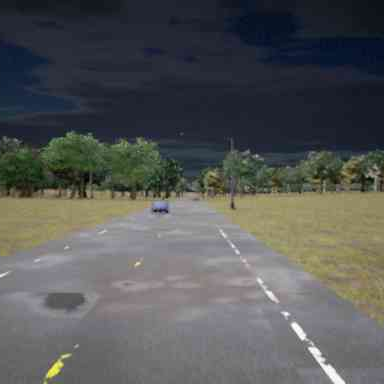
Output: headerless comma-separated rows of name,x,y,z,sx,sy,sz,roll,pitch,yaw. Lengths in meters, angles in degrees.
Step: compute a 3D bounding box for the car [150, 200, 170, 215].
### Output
car,-3.556,1.697,37.819,1.882,1.535,5.008,0,0,0
